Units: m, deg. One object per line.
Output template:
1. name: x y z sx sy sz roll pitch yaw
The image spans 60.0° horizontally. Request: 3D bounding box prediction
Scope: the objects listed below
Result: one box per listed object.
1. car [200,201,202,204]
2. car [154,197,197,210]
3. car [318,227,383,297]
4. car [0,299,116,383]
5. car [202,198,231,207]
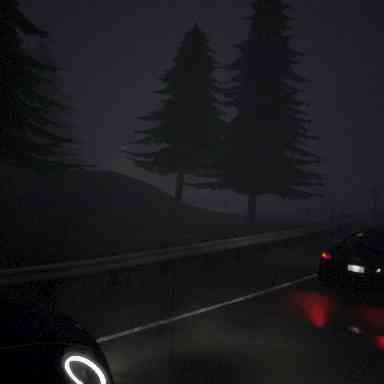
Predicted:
1. car: -1.569 1.457 46.687 4.902 1.511 2.128 0 0 35
2. car: -2.171 1.573 42.842 4.718 1.301 1.895 0 0 35
3. car: 4.908 1.564 8.243 4.181 1.385 1.994 0 0 -42
4. car: -2.773 1.352 2.049 4.553 1.767 2.097 0 0 -35
5. car: 3.670 1.572 51.572 4.718 1.301 1.895 0 0 35
